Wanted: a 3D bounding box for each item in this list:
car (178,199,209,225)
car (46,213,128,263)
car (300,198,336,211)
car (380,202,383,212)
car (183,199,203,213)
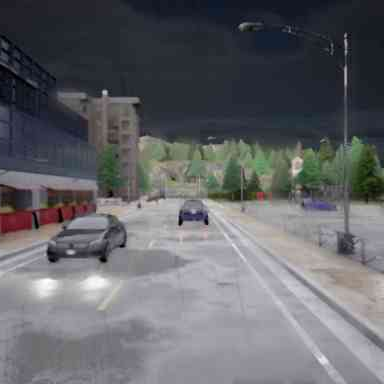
[{"bbox_3d":[0.104,1.351,24.434,2.097,1.767,4.553,0,0,0],"label":"car"},{"bbox_3d":[-3.577,1.525,12.179,1.812,1.442,4.674,0,0,0],"label":"car"},{"bbox_3d":[13.889,1.388,36.549,3.633,1.501,1.845,0,0,0],"label":"car"},{"bbox_3d":[21.310,1.398,33.569,3.806,1.475,1.970,0,0,0],"label":"car"},{"bbox_3d":[0.096,1.545,37.546,2.033,1.411,5.357,0,0,0],"label":"car"}]
